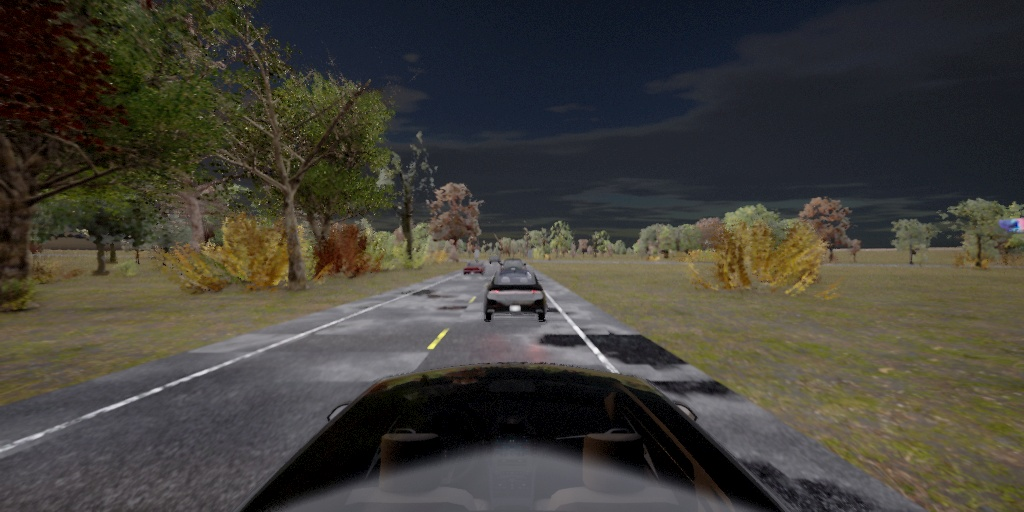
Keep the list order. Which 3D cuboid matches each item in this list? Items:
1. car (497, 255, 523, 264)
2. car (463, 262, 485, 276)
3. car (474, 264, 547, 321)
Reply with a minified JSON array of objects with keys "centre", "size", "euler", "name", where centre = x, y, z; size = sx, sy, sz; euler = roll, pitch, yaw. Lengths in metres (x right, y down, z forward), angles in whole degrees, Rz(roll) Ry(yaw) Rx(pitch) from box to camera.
[{"centre":[0.094,1.004,28.898],"size":[2.097,1.767,4.553],"euler":[0,0,0],"name":"car"},{"centre":[-3.595,1.230,34.768],"size":[1.895,1.301,4.718],"euler":[0,0,0],"name":"car"},{"centre":[0.092,1.206,12.247],"size":[2.128,1.511,4.902],"euler":[0,0,0],"name":"car"}]
